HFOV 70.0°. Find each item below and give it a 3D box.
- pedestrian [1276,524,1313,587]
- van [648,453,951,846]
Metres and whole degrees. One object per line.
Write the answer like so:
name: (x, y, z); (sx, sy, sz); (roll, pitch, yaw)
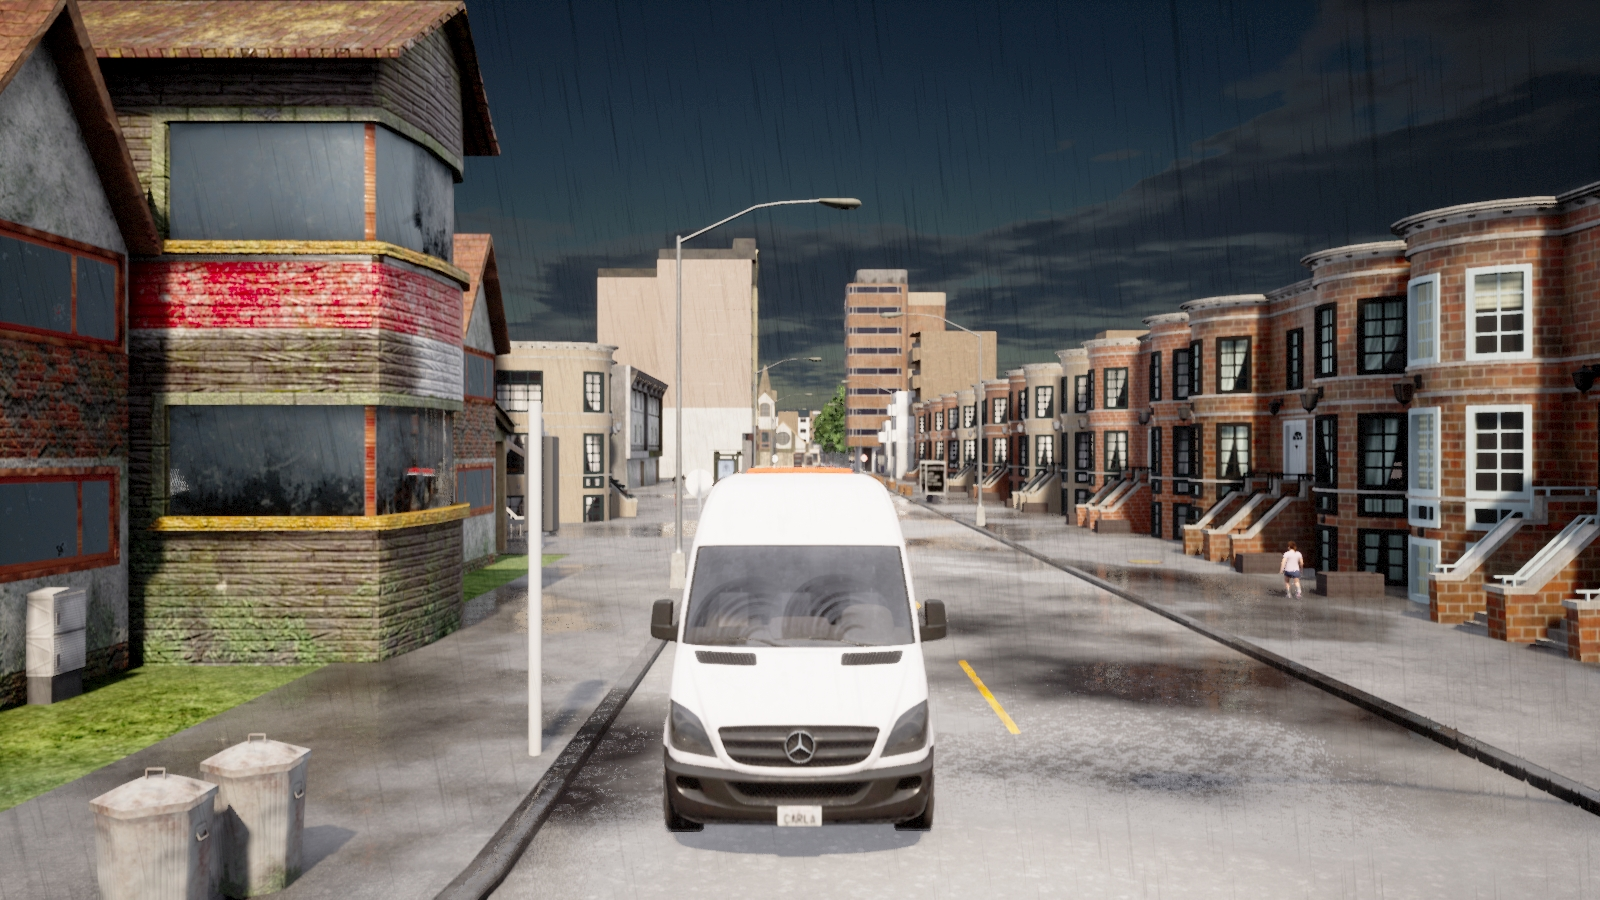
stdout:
pedestrian: (8.972, 1.908, 20.757); (0.500, 1.100, 0.500); (0, 0, 7)
van: (-0.003, 1.316, 10.450); (1.988, 2.561, 5.915); (0, 0, 0)
